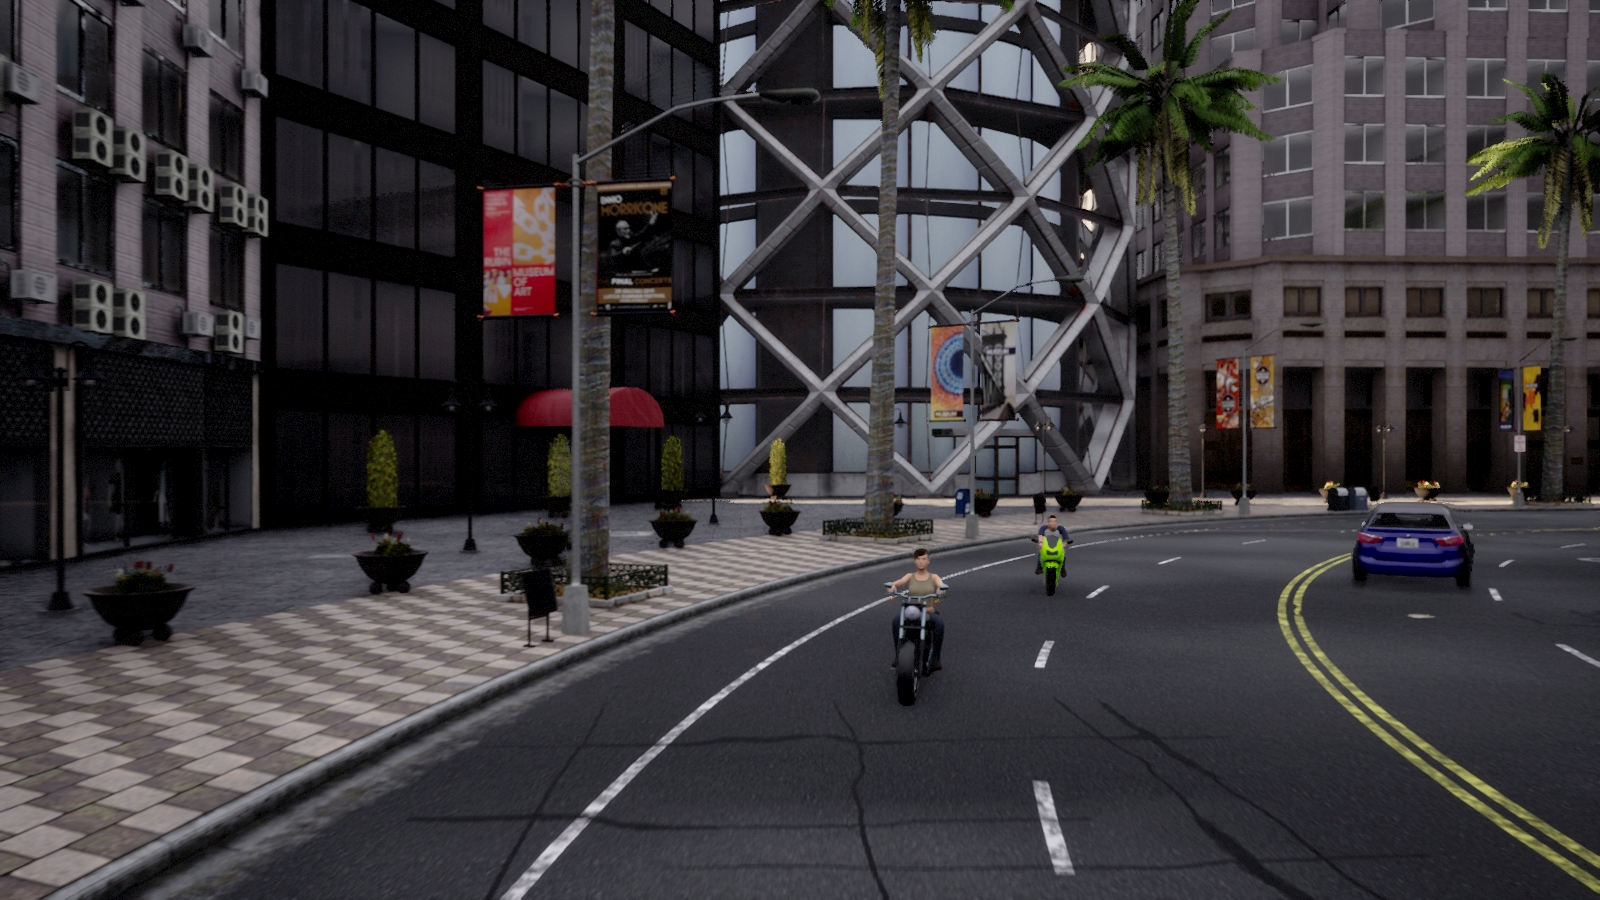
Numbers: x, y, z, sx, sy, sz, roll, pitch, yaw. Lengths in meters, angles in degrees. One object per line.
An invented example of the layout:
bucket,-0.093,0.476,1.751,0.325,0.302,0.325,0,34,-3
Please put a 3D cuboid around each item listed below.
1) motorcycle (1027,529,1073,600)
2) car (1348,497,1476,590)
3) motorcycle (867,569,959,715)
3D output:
motorcycle,4.902,2.214,22.446,0.803,1.145,2.033,2,0,12
car,13.638,1.970,25.329,2.242,1.667,4.611,0,0,31
motorcycle,1.368,2.170,13.379,0.764,1.277,2.356,0,0,13
